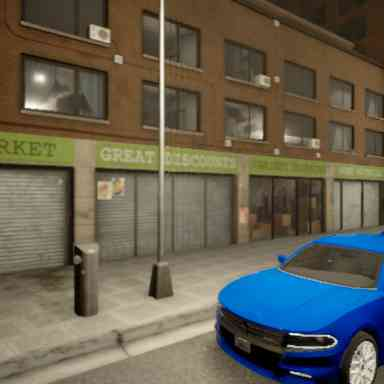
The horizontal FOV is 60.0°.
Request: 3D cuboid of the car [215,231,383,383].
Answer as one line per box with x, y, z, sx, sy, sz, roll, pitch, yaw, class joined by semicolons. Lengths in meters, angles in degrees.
2.609;1.447;5.231;5.008;1.535;1.882;0;0;-35;car
